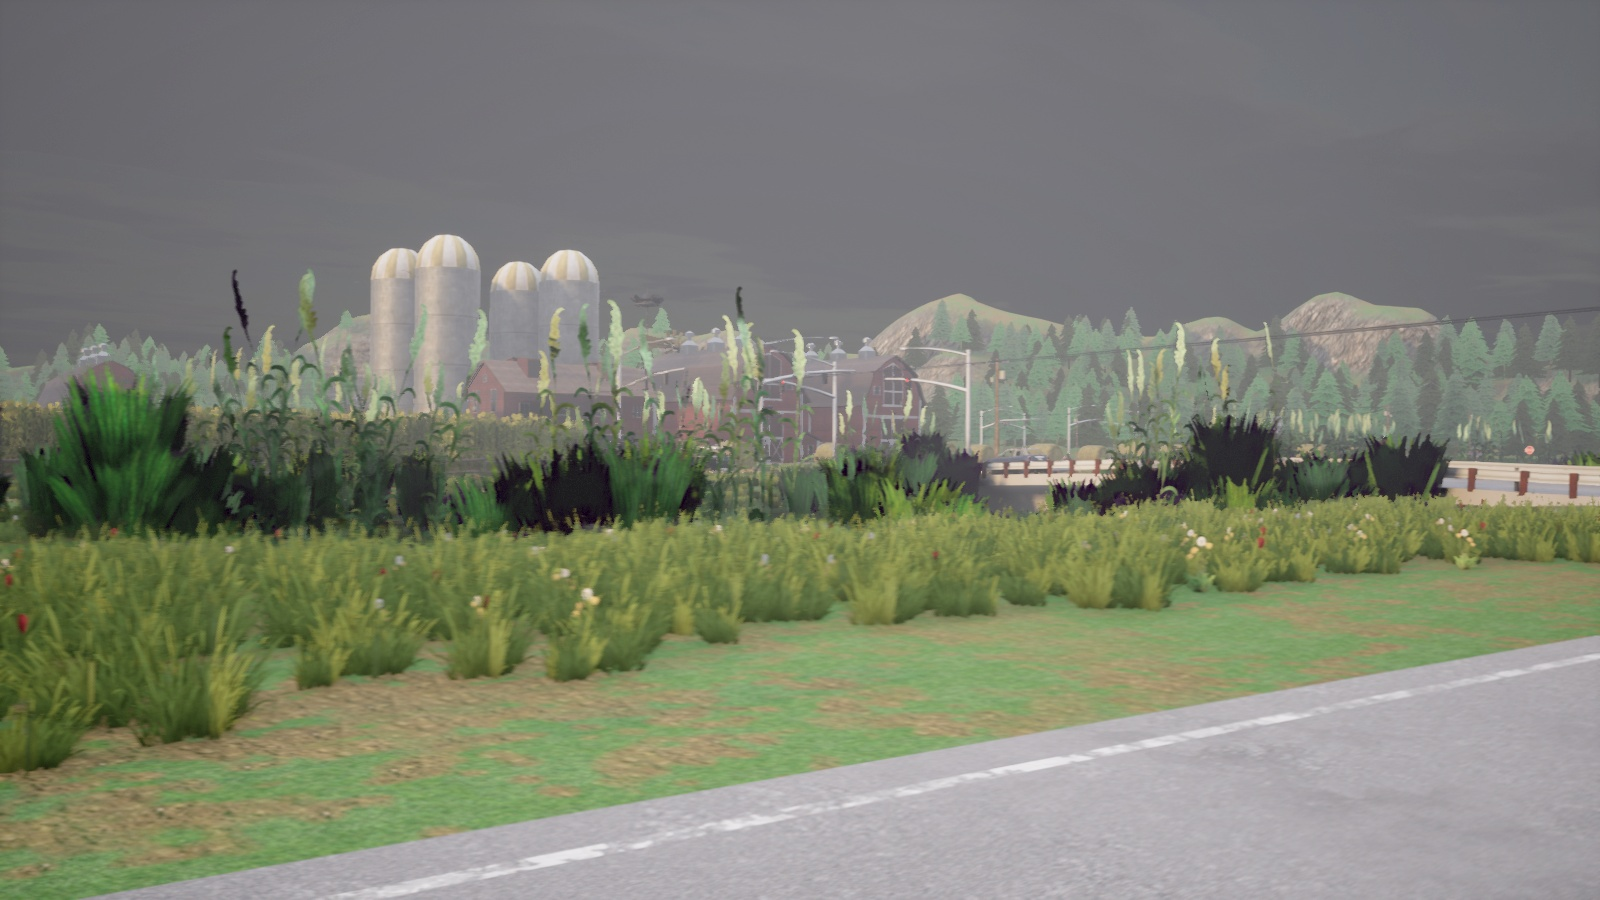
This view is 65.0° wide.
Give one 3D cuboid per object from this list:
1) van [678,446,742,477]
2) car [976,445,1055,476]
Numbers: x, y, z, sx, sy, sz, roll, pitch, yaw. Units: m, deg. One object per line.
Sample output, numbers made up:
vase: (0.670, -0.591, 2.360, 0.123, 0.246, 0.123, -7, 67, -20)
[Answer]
van: (-6.042, 0.764, 83.984, 2.069, 2.038, 4.480, 0, 0, -39)
car: (11.404, 0.583, 66.634, 1.970, 1.475, 3.806, 0, -3, -35)
